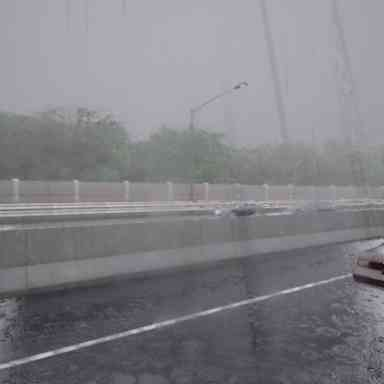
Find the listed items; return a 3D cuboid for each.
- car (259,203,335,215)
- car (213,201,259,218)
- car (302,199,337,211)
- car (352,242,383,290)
[{"bbox_3d":[6.860,1.633,21.592,4.718,1.301,1.895,0,0,-35],"label":"car"},{"bbox_3d":[4.029,1.523,28.137,4.902,1.511,2.128,0,0,-34],"label":"car"},{"bbox_3d":[10.133,1.409,28.071,4.553,1.767,2.097,0,0,-34],"label":"car"},{"bbox_3d":[5.999,1.561,7.967,5.357,1.411,2.033,0,0,-35],"label":"car"}]
